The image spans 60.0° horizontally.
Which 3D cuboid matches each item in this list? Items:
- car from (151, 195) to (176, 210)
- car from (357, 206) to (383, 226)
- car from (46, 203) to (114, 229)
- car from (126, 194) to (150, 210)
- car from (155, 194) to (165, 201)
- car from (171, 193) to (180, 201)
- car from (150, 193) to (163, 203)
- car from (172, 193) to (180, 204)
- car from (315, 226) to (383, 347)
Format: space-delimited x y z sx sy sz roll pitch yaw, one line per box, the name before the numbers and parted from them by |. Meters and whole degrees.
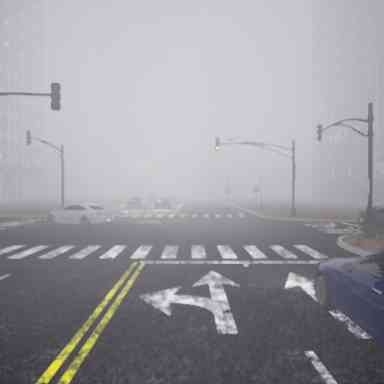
car | -3.338 1.358 39.814 1.994 1.385 4.181 0 0 0
car | 12.152 1.460 19.043 5.008 1.535 1.882 0 0 -2
car | -6.949 1.401 20.681 4.674 1.442 1.812 1 0 28
car | -6.590 1.300 39.612 1.837 1.490 4.892 0 0 0
car | -6.774 1.106 70.729 1.812 1.442 4.674 0 0 -2
car | -3.514 1.084 70.476 1.837 1.490 4.892 0 0 -1
car | -6.565 1.047 55.489 2.097 1.767 4.553 0 0 0
car | -3.320 1.301 54.753 1.895 1.301 4.718 0 0 0
car | 3.353 1.503 4.742 1.812 1.442 4.674 0 0 0
